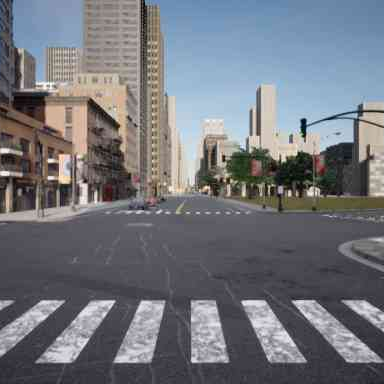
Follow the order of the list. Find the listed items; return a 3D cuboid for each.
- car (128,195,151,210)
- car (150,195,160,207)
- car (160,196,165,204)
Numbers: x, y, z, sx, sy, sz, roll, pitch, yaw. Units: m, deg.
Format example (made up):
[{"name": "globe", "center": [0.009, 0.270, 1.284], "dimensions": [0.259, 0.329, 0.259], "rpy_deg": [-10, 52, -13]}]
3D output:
[{"name": "car", "center": [-6.637, 1.483, 41.544], "dimensions": [1.812, 1.442, 4.674], "rpy_deg": [0, 0, 0]}, {"name": "car", "center": [-6.616, 1.294, 50.596], "dimensions": [2.097, 1.767, 4.553], "rpy_deg": [0, 0, 0]}, {"name": "car", "center": [-6.596, 1.489, 60.596], "dimensions": [1.994, 1.385, 4.181], "rpy_deg": [0, 0, 0]}]
